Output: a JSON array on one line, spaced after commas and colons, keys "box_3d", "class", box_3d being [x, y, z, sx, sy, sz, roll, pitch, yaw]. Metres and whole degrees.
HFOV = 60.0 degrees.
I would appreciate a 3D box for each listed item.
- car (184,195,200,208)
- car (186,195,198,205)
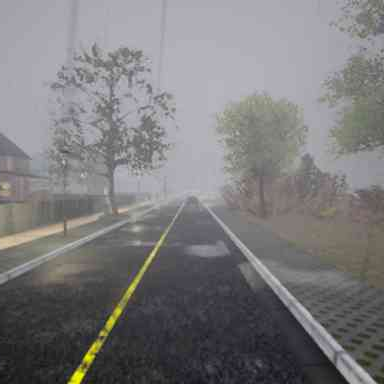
[{"box_3d": [-0.010, 1.311, 43.845, 1.837, 1.490, 4.892, 0, 0, 0], "class": "car"}, {"box_3d": [-0.013, 1.266, 54.276, 1.837, 1.490, 4.892, 0, 0, 0], "class": "car"}]
